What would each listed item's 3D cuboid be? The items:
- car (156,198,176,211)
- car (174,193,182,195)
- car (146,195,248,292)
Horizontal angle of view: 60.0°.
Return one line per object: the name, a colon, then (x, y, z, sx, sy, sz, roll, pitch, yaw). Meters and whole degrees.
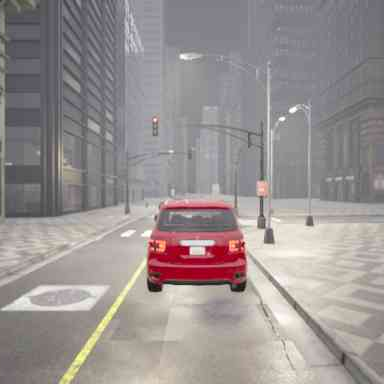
car: (-3.107, 1.533, 41.295, 2.033, 1.411, 5.357, 0, 0, 0)
car: (-3.019, 1.194, 72.100, 2.150, 2.045, 5.566, 0, 0, 0)
car: (0.099, 1.218, 9.032, 2.150, 2.045, 5.566, 0, 0, 0)
